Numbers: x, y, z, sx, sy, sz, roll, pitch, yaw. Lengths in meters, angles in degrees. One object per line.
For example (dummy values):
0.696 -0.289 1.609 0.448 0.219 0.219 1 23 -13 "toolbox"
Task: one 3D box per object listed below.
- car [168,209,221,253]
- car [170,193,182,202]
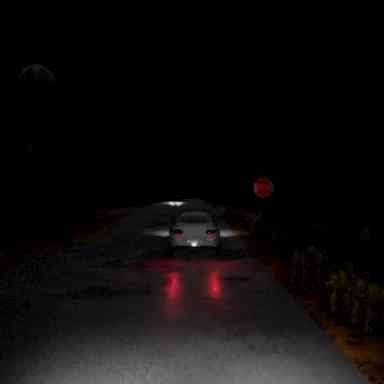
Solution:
0.112 1.391 12.909 1.812 1.442 4.674 0 1 1 "car"
-2.842 0.985 58.679 2.128 1.511 4.902 0 0 1 "car"
